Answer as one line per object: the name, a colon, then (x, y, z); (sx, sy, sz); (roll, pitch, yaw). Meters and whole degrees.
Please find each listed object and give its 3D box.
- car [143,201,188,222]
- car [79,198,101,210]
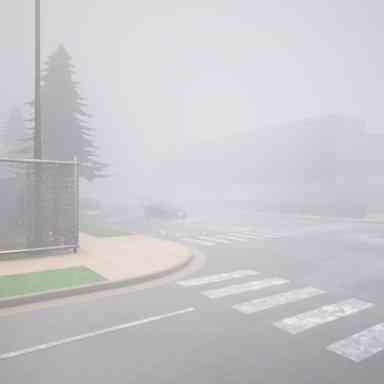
car: (-2.224, 1.508, 26.825); (2.128, 1.511, 4.902); (0, 0, -35)
car: (-13.216, 1.508, 42.698); (2.128, 1.511, 4.902); (0, 0, -34)
